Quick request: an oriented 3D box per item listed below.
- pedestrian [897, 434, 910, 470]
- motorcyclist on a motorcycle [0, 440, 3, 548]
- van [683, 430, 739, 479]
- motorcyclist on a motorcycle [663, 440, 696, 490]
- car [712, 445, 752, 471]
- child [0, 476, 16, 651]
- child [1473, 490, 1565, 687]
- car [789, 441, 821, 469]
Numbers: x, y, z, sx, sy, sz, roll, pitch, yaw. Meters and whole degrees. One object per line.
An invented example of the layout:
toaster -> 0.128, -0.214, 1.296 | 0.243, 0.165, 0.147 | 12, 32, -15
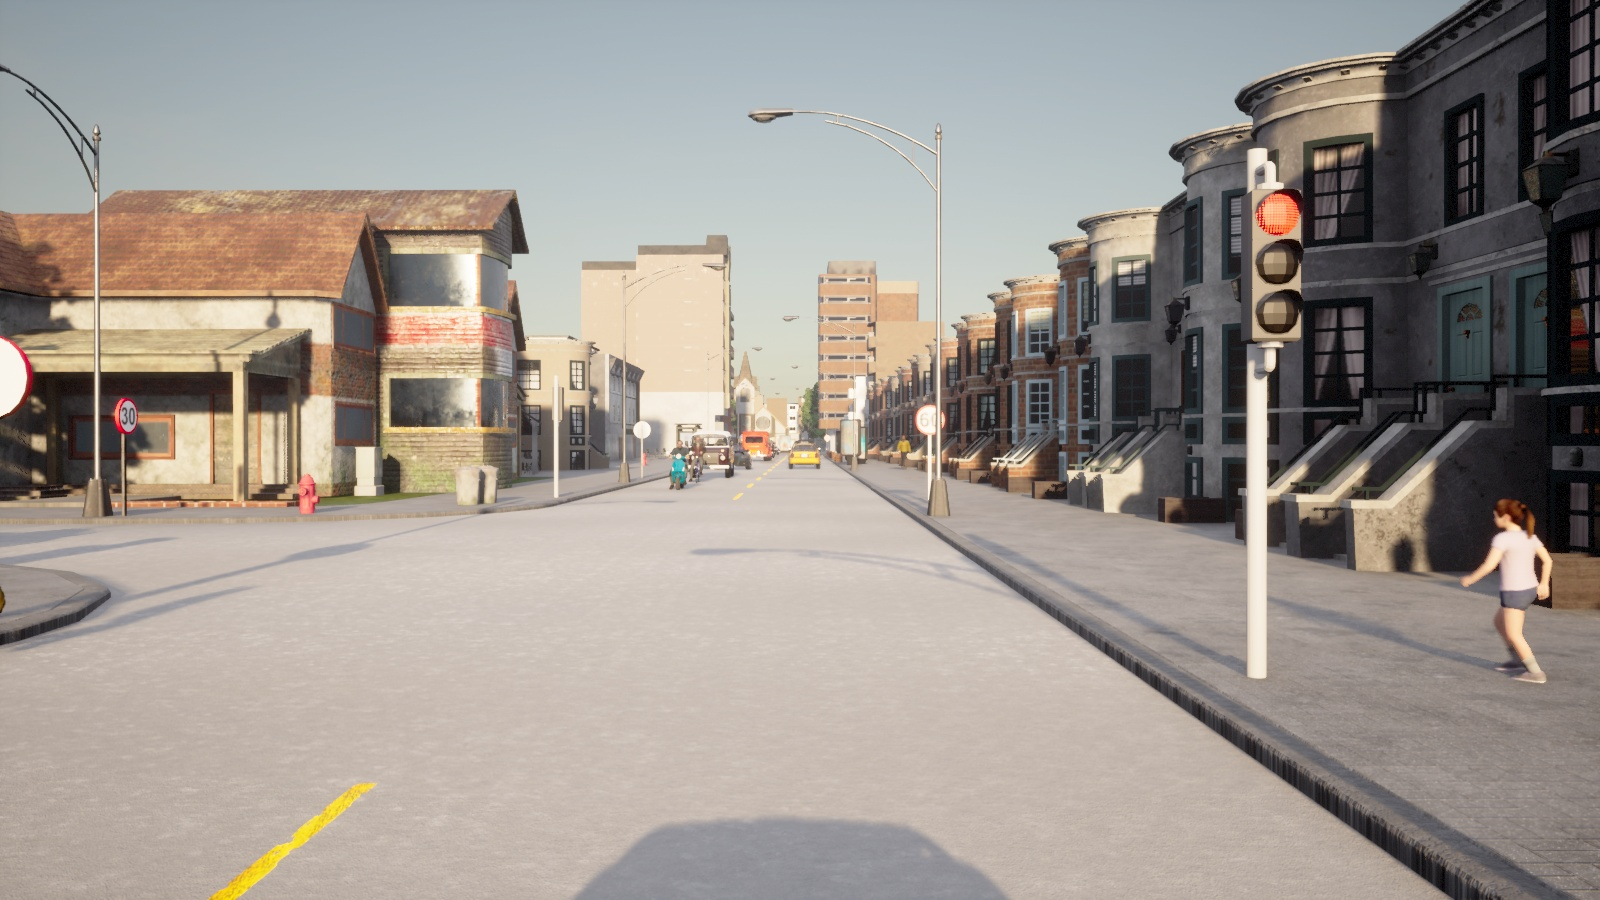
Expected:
pedestrian -> 5.253, 0.101, 63.736 | 0.431, 1.840, 0.709 | 0, 0, 21
motorcyclist on a motorcycle -> -12.257, 0.621, 17.294 | 2.044, 1.523, 0.797 | 0, 0, 0
van -> -3.807, 0.160, 54.387 | 2.069, 2.038, 4.480 | 0, 0, 0
motorcyclist on a motorcycle -> -3.856, 0.469, 40.343 | 0.866, 1.590, 1.817 | 0, 0, 0
car -> -3.749, 0.411, 70.172 | 1.994, 1.385, 4.181 | 0, 0, 0
child -> -5.689, 0.784, 8.677 | 0.448, 1.192, 0.343 | 0, 0, -34
child -> 4.245, 0.798, 7.417 | 0.255, 1.110, 0.394 | 0, 0, -32
car -> 0.263, 0.271, 73.375 | 1.801, 1.575, 5.366 | 0, 0, 0
